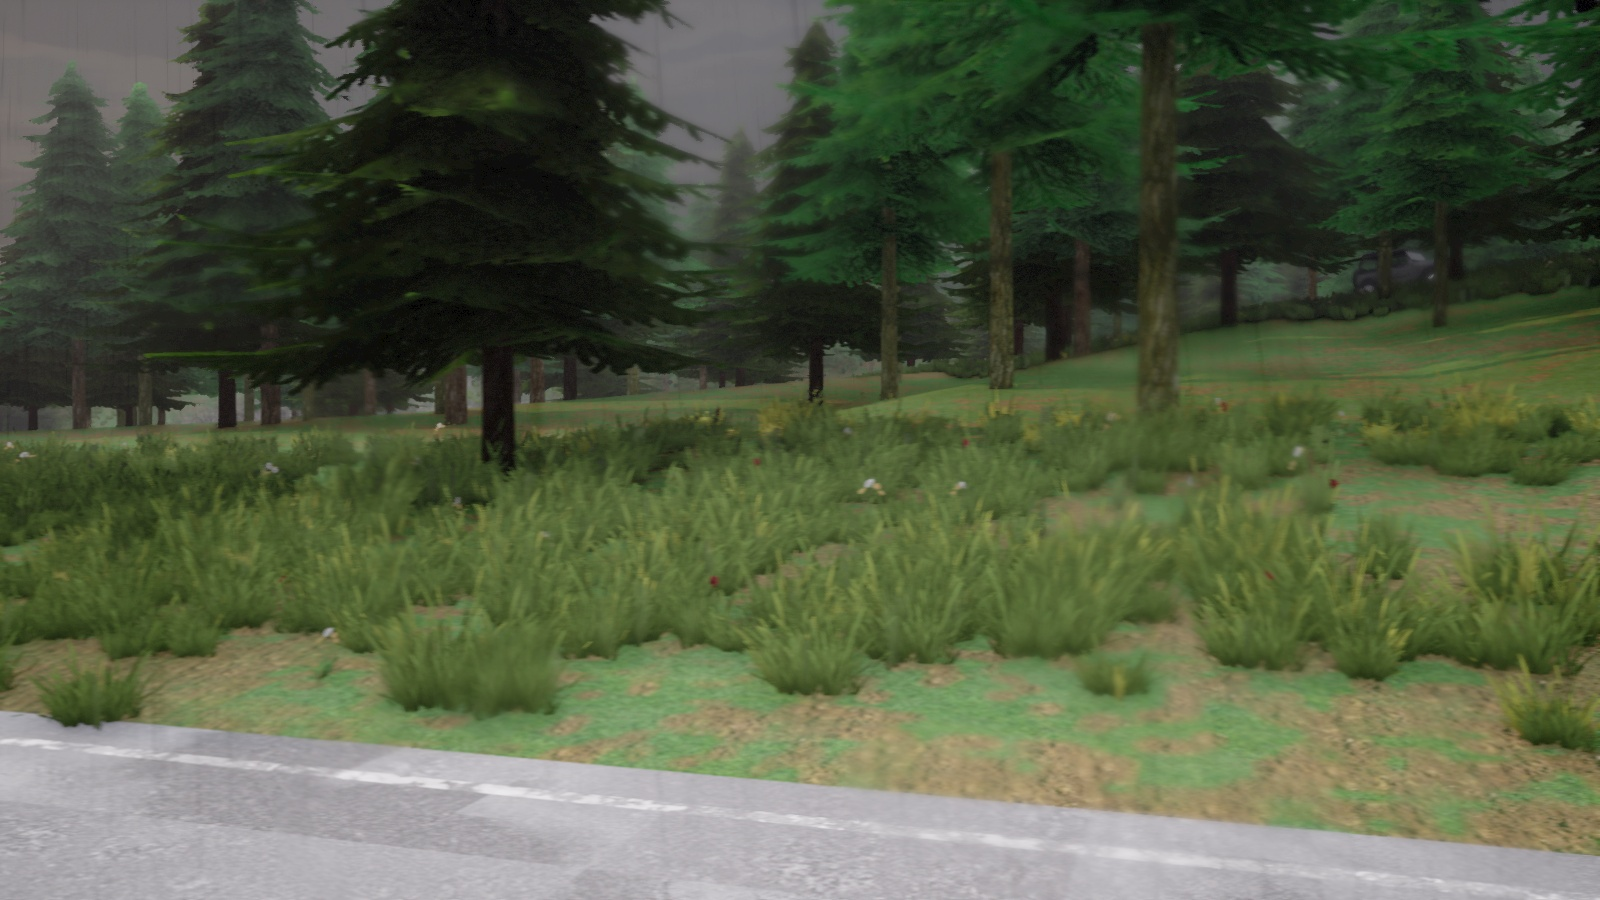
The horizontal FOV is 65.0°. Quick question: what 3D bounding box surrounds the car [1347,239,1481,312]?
[{"bbox_3d":[22.496,-6.357,46.102,1.905,1.878,3.866,-1,-3,-37],"label":"car"}]
